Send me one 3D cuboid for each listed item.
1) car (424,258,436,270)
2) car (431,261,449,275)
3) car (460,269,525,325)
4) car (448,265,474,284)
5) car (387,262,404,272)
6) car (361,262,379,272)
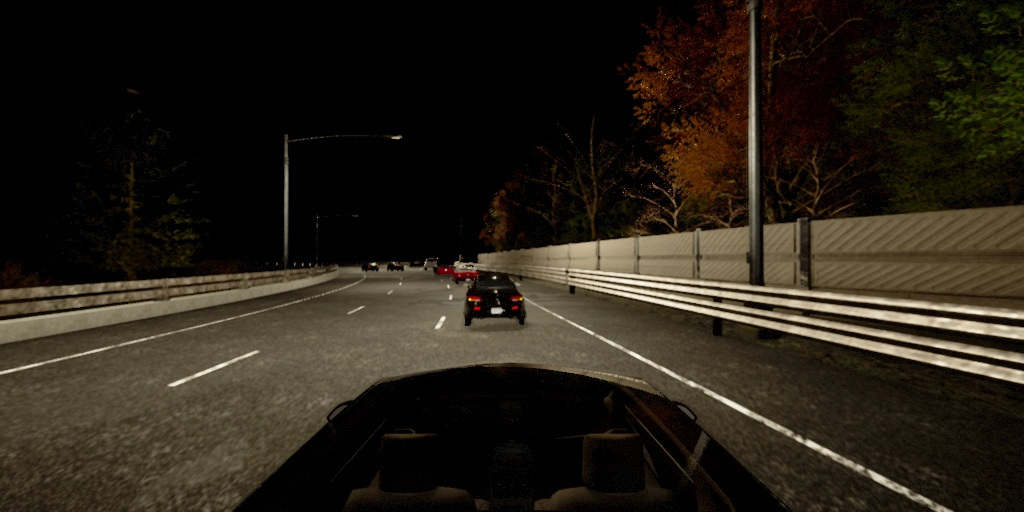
[{"bbox_3d":[-14.106,1.421,62.419,2.150,2.045,5.566,0,0,-14],"label":"car"},{"bbox_3d":[-8.430,1.626,44.043,1.994,1.385,4.181,0,0,-19],"label":"car"},{"bbox_3d":[-0.654,1.351,12.141,1.812,1.442,4.674,0,0,-6],"label":"car"},{"bbox_3d":[-3.929,1.556,29.645,1.895,1.301,4.718,0,0,-13],"label":"car"},{"bbox_3d":[-18.096,1.639,55.497,2.128,1.511,4.902,0,-1,-30],"label":"car"},{"bbox_3d":[-21.802,1.696,55.064,2.033,1.411,5.357,0,0,-32],"label":"car"}]
